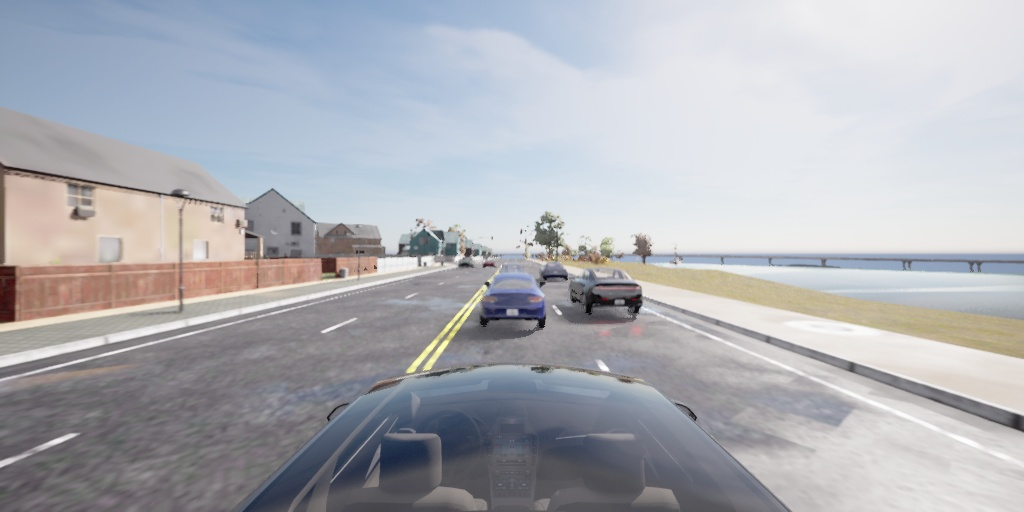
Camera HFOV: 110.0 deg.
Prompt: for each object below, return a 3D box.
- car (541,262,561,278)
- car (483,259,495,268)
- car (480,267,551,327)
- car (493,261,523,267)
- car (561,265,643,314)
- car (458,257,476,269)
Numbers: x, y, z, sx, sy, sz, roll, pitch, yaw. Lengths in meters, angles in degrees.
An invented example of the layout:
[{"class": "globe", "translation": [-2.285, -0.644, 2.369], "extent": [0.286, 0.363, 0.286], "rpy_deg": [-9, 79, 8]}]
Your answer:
[{"class": "car", "translation": [3.316, 1.199, 29.110], "extent": [1.994, 1.385, 4.181], "rpy_deg": [0, 0, 0]}, {"class": "car", "translation": [-3.321, 1.151, 53.429], "extent": [1.895, 1.301, 4.718], "rpy_deg": [0, 0, 0]}, {"class": "car", "translation": [0.072, 1.233, 11.274], "extent": [1.812, 1.442, 4.674], "rpy_deg": [0, 0, 2]}, {"class": "car", "translation": [0.034, 1.200, 24.720], "extent": [2.033, 1.411, 5.357], "rpy_deg": [0, 0, 0]}, {"class": "car", "translation": [3.314, 1.191, 13.413], "extent": [2.128, 1.511, 4.902], "rpy_deg": [0, 0, 0]}, {"class": "car", "translation": [-6.575, 0.904, 52.450], "extent": [2.097, 1.767, 4.553], "rpy_deg": [0, 0, 0]}]
